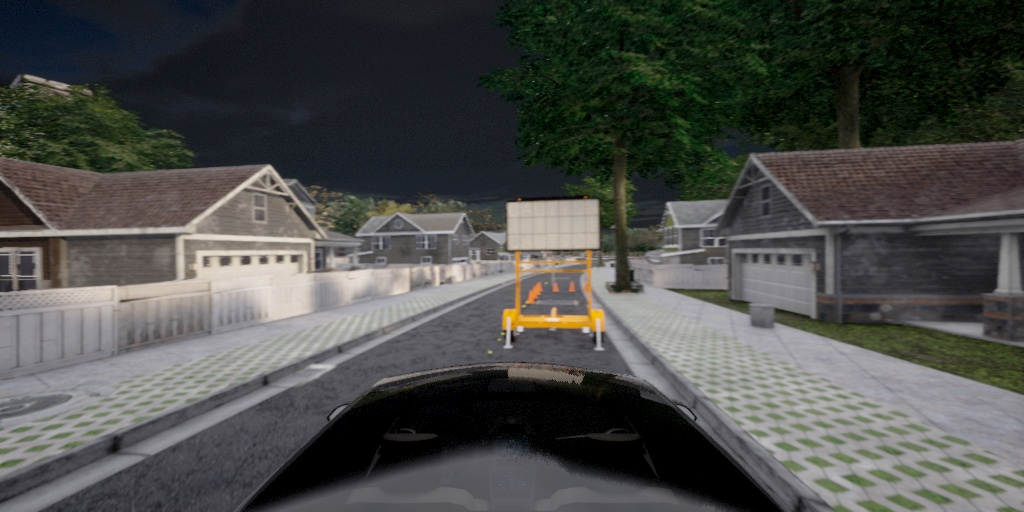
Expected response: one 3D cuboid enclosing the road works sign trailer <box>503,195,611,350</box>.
[{"bbox_3d":[1.091,0.275,9.295,2.380,3.560,2.880,0,0,8],"label":"road works sign trailer"}]
